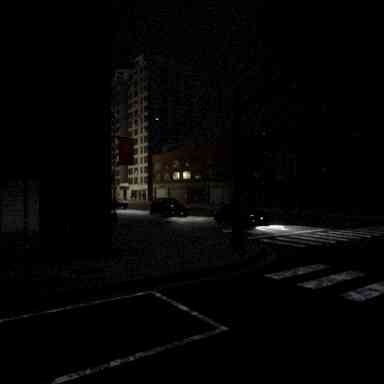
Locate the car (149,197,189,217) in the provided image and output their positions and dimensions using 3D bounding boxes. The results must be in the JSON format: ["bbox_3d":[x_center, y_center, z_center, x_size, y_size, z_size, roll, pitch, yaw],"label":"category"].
[{"bbox_3d":[-2.181,1.311,31.239,2.097,1.767,4.553,0,0,-35],"label":"car"}]

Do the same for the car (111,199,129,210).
[{"bbox_3d":[-9.674,1.540,41.796,1.895,1.301,4.718,0,0,-35],"label":"car"}]

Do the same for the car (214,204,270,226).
[{"bbox_3d":[3.413,1.538,23.374,1.994,1.385,4.181,0,0,-35],"label":"car"}]
